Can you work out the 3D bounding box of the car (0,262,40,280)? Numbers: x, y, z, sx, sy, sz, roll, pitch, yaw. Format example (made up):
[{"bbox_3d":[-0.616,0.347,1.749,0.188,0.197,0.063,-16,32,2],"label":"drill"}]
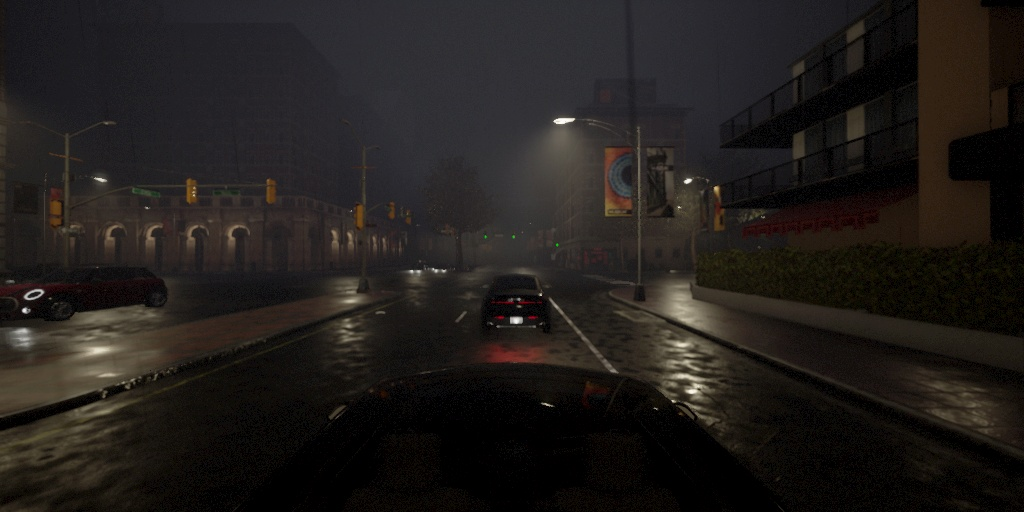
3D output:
[{"bbox_3d":[-46.115,1.358,32.198,5.008,1.535,1.882,0,0,0],"label":"car"}]

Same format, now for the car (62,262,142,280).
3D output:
[{"bbox_3d":[-36.662,1.359,32.173,5.008,1.535,1.882,0,0,0],"label":"car"}]

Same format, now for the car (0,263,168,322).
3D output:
[{"bbox_3d":[-14.957,1.147,12.508,2.097,1.767,4.553,0,0,0],"label":"car"}]

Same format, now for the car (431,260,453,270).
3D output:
[{"bbox_3d":[-11.329,1.560,58.509,1.994,1.385,4.181,0,0,0],"label":"car"}]

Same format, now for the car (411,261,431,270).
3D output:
[{"bbox_3d":[-14.834,1.484,57.739,2.128,1.511,4.902,0,0,0],"label":"car"}]

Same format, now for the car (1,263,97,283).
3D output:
[{"bbox_3d":[-36.919,1.357,28.674,4.902,1.511,2.128,0,0,0],"label":"car"}]

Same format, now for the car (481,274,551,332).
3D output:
[{"bbox_3d":[0.119,1.297,11.074,1.837,1.490,4.892,0,0,0],"label":"car"}]
